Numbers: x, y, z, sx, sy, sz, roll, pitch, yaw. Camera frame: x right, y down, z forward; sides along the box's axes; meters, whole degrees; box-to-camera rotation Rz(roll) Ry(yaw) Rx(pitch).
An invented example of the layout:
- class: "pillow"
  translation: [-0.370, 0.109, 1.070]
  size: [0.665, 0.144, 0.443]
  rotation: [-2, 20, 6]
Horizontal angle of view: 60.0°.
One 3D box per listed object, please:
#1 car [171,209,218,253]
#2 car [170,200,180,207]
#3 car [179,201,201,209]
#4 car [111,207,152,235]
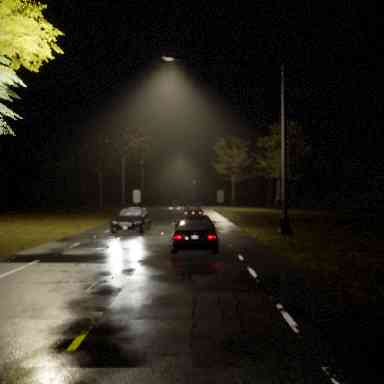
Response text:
- class: "car"
  translation: [0.099, 1.673, 14.278]
  size: [2.033, 1.411, 5.357]
  rotation: [0, -1, 0]
- class: "car"
  translation: [-3.498, 2.309, 68.075]
  size: [1.882, 1.535, 5.008]
  rotation: [0, -1, 0]
- class: "car"
  translation: [0.099, 1.873, 30.750]
  size: [2.033, 1.411, 5.357]
  rotation: [0, -1, 0]
- class: "car"
  translation: [-3.599, 1.684, 20.351]
  size: [2.128, 1.511, 4.902]
  rotation: [0, -1, 0]
